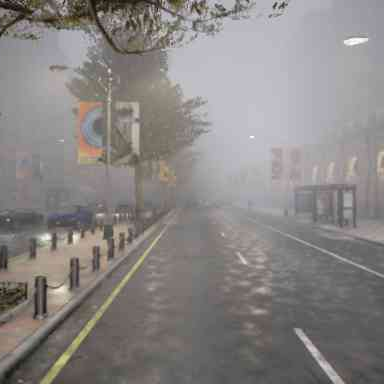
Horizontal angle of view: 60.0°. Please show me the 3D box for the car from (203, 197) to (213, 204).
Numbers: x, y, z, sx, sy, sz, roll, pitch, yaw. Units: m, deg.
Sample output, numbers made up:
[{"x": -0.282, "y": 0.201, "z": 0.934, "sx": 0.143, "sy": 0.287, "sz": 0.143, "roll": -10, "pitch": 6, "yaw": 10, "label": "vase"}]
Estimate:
[{"x": 3.511, "y": 1.899, "z": 74.321, "sx": 1.994, "sy": 1.385, "sz": 4.181, "roll": 0, "pitch": 0, "yaw": 0, "label": "car"}]

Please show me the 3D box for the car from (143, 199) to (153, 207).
[{"x": -8.036, "y": 1.884, "z": 58.029, "sx": 1.882, "sy": 1.535, "sz": 5.008, "roll": 0, "pitch": 0, "yaw": 1, "label": "car"}]

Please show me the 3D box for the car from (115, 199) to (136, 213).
[{"x": -8.081, "y": 1.849, "z": 40.708, "sx": 1.994, "sy": 1.385, "sz": 4.181, "roll": 0, "pitch": 0, "yaw": 0, "label": "car"}]

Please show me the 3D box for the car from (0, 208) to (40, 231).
[{"x": -11.596, "y": 1.754, "z": 21.840, "sx": 1.895, "sy": 1.301, "sz": 4.718, "roll": 0, "pitch": 0, "yaw": 0, "label": "car"}]

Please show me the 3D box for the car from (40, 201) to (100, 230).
[{"x": -8.096, "y": 1.636, "z": 22.611, "sx": 1.882, "sy": 1.535, "sz": 5.008, "roll": 0, "pitch": 0, "yaw": 0, "label": "car"}]

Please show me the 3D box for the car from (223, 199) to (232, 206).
[{"x": 6.759, "y": 2.063, "z": 66.860, "sx": 1.895, "sy": 1.301, "sz": 4.718, "roll": 0, "pitch": 0, "yaw": 0, "label": "car"}]

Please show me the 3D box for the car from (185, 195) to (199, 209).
[{"x": 0.008, "y": 1.730, "z": 53.987, "sx": 2.097, "sy": 1.767, "sz": 4.553, "roll": 0, "pitch": 0, "yaw": 0, "label": "car"}]

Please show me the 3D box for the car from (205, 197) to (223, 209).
[{"x": 3.508, "y": 1.979, "z": 53.961, "sx": 1.895, "sy": 1.301, "sz": 4.718, "roll": 0, "pitch": 0, "yaw": 0, "label": "car"}]

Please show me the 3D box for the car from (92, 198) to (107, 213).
[{"x": -11.580, "y": 1.640, "z": 41.115, "sx": 2.097, "sy": 1.767, "sz": 4.553, "roll": 0, "pitch": 0, "yaw": 0, "label": "car"}]

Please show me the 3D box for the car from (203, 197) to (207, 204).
[{"x": 3.509, "y": 1.927, "z": 64.206, "sx": 1.882, "sy": 1.535, "sz": 5.008, "roll": 0, "pitch": 0, "yaw": 0, "label": "car"}]

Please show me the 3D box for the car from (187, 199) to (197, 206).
[{"x": 0.009, "y": 2.014, "z": 64.277, "sx": 1.994, "sy": 1.385, "sz": 4.181, "roll": 0, "pitch": 0, "yaw": 0, "label": "car"}]

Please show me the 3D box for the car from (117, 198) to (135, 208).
[{"x": -11.535, "y": 1.899, "z": 58.217, "sx": 2.128, "sy": 1.511, "sz": 4.902, "roll": 0, "pitch": 0, "yaw": 1, "label": "car"}]
